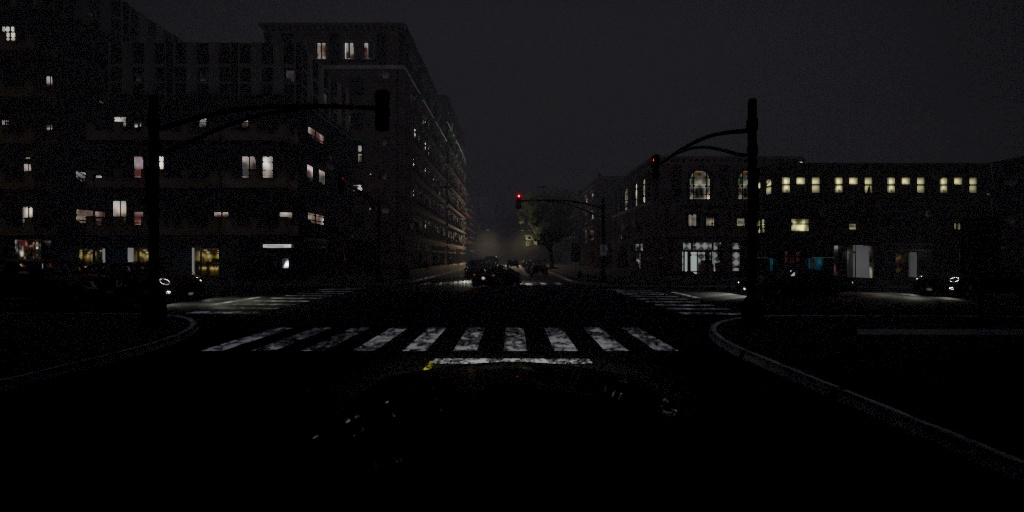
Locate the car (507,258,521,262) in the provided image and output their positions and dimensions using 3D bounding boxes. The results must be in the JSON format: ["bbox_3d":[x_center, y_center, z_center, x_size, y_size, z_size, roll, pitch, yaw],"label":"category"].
[{"bbox_3d":[0.132,1.181,64.061,2.097,1.767,4.553,0,0,0],"label":"car"}]

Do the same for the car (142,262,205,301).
[{"bbox_3d":[-16.228,1.054,15.656,4.553,1.767,2.097,0,0,1],"label":"car"}]

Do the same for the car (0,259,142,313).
[{"bbox_3d":[-17.270,1.013,13.103,5.009,1.841,2.192,0,0,0],"label":"car"}]

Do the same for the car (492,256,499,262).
[{"bbox_3d":[-3.063,1.028,53.204,2.150,2.045,5.566,0,0,1],"label":"car"}]

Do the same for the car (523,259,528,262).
[{"bbox_3d":[2.712,1.228,42.509,1.967,1.591,4.097,0,0,0],"label":"car"}]

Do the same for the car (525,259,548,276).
[{"bbox_3d":[2.709,1.330,36.812,2.007,1.370,4.403,0,0,0],"label":"car"}]

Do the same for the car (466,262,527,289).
[{"bbox_3d":[-0.930,1.325,23.772,1.994,1.385,4.181,0,0,25],"label":"car"}]

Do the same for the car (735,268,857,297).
[{"bbox_3d":[15.033,1.372,19.105,5.357,1.411,2.033,0,0,0],"label":"car"}]

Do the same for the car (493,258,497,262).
[{"bbox_3d":[-3.077,1.314,42.572,1.812,1.442,4.674,0,0,0],"label":"car"}]

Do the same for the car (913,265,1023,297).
[{"bbox_3d":[24.533,1.219,19.166,4.553,1.767,2.097,0,0,0],"label":"car"}]

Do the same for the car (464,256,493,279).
[{"bbox_3d":[-3.056,1.124,32.274,2.097,1.767,4.553,0,0,-1],"label":"car"}]
